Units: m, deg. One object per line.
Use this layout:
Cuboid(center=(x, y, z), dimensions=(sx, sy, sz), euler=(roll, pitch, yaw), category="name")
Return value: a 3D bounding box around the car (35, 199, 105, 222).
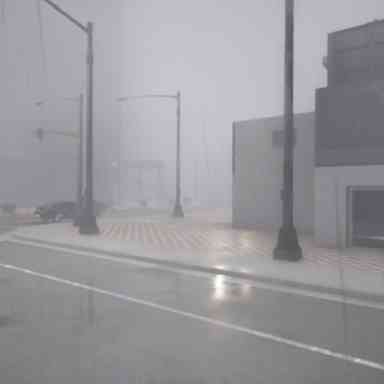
Cuboid(center=(-9.348, 1.416, 25.274), dimensions=(1.837, 1.490, 4.892), euler=(1, 0, 36), category="car")
